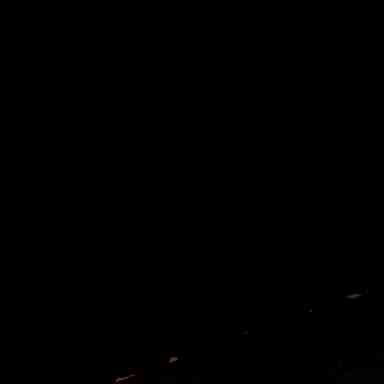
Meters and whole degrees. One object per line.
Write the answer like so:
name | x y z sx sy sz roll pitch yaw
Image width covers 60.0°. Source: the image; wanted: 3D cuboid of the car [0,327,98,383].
car | -2.724 1.511 1.134 4.892 1.490 1.837 0 0 -35
